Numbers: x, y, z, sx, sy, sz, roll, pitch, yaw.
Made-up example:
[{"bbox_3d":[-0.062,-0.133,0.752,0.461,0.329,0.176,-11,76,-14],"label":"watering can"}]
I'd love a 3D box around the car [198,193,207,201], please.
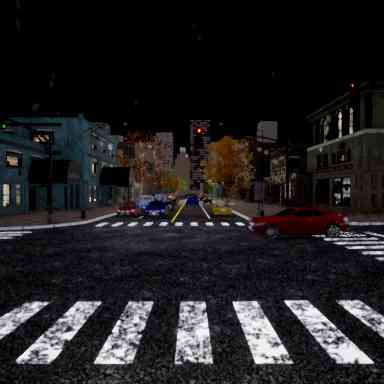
[{"bbox_3d":[2.673,1.290,85.870,2.192,1.841,5.009,-1,0,0],"label":"car"}]

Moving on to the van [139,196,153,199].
[{"bbox_3d":[-5.700,1.330,41.497,1.690,1.788,3.998,0,0,0],"label":"van"}]

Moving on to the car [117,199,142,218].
[{"bbox_3d":[-5.696,1.574,30.405,1.802,1.307,4.206,0,0,0],"label":"car"}]

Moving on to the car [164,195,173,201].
[{"bbox_3d":[-5.704,1.543,80.322,1.947,1.339,4.313,0,0,0],"label":"car"}]

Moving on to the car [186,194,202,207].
[{"bbox_3d":[0.094,1.464,50.695,1.882,1.535,5.008,0,0,0],"label":"car"}]

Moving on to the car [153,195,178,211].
[{"bbox_3d":[-3.105,1.481,39.851,2.128,1.511,4.902,0,0,0],"label":"car"}]

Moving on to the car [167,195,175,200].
[{"bbox_3d":[-5.706,1.555,91.414,1.802,1.307,4.206,0,0,0],"label":"car"}]

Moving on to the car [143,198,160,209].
[{"bbox_3d":[-5.699,1.532,47.044,1.887,1.381,4.507,0,0,0],"label":"car"}]

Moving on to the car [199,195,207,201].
[{"bbox_3d":[2.677,1.522,80.323,1.887,1.381,4.507,-1,0,0],"label":"car"}]

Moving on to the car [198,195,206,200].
[{"bbox_3d":[2.675,1.518,91.416,1.887,1.381,4.507,-1,0,0],"label":"car"}]

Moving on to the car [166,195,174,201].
[{"bbox_3d":[-5.705,1.520,85.868,1.887,1.381,4.507,0,0,0],"label":"car"}]

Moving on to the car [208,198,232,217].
[{"bbox_3d":[2.683,1.518,30.576,1.752,1.417,4.829,-1,0,0],"label":"car"}]

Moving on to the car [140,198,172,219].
[{"bbox_3d":[-3.121,1.518,29.660,1.812,1.442,4.674,0,0,0],"label":"car"}]

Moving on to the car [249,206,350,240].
[{"bbox_3d":[5.134,1.428,16.042,4.674,1.442,1.812,-1,1,-1],"label":"car"}]

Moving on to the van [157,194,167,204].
[{"bbox_3d":[-5.703,1.323,63.683,1.690,1.788,3.998,0,0,0],"label":"van"}]

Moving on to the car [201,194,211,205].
[{"bbox_3d":[2.680,1.535,58.138,2.008,1.369,4.403,-1,0,0],"label":"car"}]
